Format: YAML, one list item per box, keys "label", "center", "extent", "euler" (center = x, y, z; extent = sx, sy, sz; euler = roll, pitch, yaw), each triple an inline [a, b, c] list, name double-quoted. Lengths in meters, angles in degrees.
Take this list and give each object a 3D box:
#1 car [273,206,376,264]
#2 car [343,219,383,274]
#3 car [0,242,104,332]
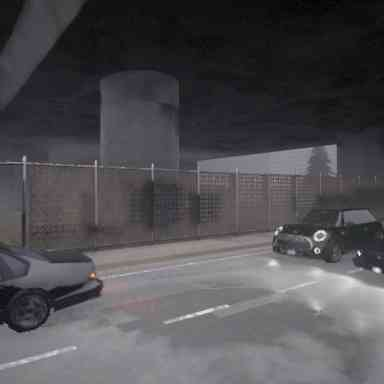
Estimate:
- label: "car"
  center: [5.000, 1.352, 12.023]
  extent: [4.553, 1.767, 2.097]
  euler: [0, 0, -36]
- label: "car"
  center: [7.136, 1.555, 9.105]
  extent: [5.357, 1.411, 2.033]
  euler: [0, 0, -18]
- label: "car"
  center: [-4.202, 1.547, 5.260]
  extent: [5.357, 1.411, 2.033]
  euler: [0, 0, -36]
